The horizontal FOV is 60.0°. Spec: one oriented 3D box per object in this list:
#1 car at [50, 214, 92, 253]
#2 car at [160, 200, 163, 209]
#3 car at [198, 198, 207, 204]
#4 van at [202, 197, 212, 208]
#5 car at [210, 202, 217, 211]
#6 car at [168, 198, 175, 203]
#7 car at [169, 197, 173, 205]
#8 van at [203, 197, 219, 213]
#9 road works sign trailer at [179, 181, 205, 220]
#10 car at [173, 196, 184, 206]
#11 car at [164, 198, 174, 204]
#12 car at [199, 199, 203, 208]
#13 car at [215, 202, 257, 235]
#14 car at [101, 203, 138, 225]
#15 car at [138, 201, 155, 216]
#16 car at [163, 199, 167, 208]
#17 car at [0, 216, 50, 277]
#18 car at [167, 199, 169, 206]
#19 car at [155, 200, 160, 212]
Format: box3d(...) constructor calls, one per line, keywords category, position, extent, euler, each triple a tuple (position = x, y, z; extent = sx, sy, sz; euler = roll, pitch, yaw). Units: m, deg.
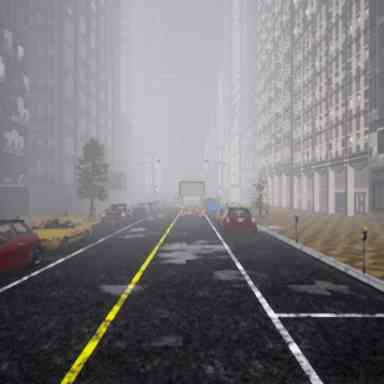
box3d(category="car", position=(-5.700, 1.657, 14.328), extent=(1.752, 1.417, 4.829), euler=(-1, -1, 0))
box3d(category="car", position=(-5.706, 1.989, 48.598), extent=(1.887, 1.381, 4.507), euler=(-1, -1, 0))
box3d(category="car", position=(2.668, 2.305, 82.699), extent=(2.008, 1.369, 4.403), euler=(-1, -1, 0))
box3d(category="van", position=(2.670, 1.889, 59.968), extent=(1.690, 1.788, 3.998), euler=(-1, -1, 0))
box3d(category="car", position=(2.678, 1.764, 26.036), extent=(1.752, 1.417, 4.829), euler=(-1, -1, 0))
box3d(category="car", position=(-5.714, 2.439, 94.064), extent=(1.802, 1.307, 4.206), euler=(-1, -1, 0))
box3d(category="car", position=(-5.711, 2.202, 71.331), extent=(2.008, 1.369, 4.403), euler=(-1, -1, 0))
box3d(category="van", position=(2.673, 1.733, 42.918), extent=(1.690, 1.788, 3.998), euler=(-1, -1, 0))
box3d(category="road works sign trailer", position=(0.010, 0.750, 31.292), extent=(2.380, 3.560, 2.880), euler=(0, -1, 0))
box3d(category="car", position=(-3.014, 1.873, 71.736), extent=(2.150, 2.045, 5.566), euler=(0, -1, 0))
box3d(category="car", position=(-5.712, 2.305, 82.698), extent=(2.008, 1.369, 4.403), euler=(-1, -1, 0))
box3d(category="car", position=(2.671, 1.811, 54.285), extent=(2.192, 1.841, 5.009), euler=(-1, -1, 0))
box3d(category="car", position=(2.678, 1.625, 20.183), extent=(1.967, 1.590, 4.097), euler=(-1, -1, 0))
box3d(category="car", position=(-5.703, 1.677, 25.865), extent=(1.967, 1.590, 4.097), euler=(-1, -1, 0))
box3d(category="car", position=(-5.704, 1.891, 37.231), extent=(2.008, 1.369, 4.403), euler=(-1, -1, 0))
box3d(category="car", position=(-5.708, 2.047, 54.281), extent=(2.008, 1.369, 4.403), euler=(-1, -1, 0))
box3d(category="car", position=(-5.700, 1.521, 8.815), extent=(1.967, 1.590, 4.097), euler=(-1, -1, 0))
box3d(category="car", position=(-5.708, 2.130, 59.964), extent=(1.802, 1.307, 4.206), euler=(-1, -1, 0))
box3d(category="car", position=(-5.705, 1.958, 42.914), extent=(1.947, 1.339, 4.313), euler=(-1, -1, 0))
